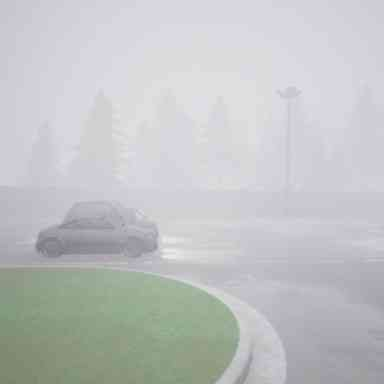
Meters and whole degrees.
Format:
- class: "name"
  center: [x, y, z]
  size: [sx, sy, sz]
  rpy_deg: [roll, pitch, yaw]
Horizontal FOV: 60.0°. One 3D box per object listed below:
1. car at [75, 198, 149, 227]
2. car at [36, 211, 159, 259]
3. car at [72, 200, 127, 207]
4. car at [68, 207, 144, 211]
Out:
- class: "car"
  center: [-5.240, 1.340, 22.409]
  size: [4.553, 1.767, 2.097]
  rpy_deg: [1, 0, -6]
- class: "car"
  center: [-3.322, 1.550, 12.048]
  size: [4.181, 1.385, 1.994]
  rpy_deg: [1, 0, -6]
- class: "car"
  center: [-4.892, 1.336, 18.926]
  size: [4.553, 1.767, 2.097]
  rpy_deg: [1, 0, -6]
- class: "car"
  center: [-3.648, 1.555, 15.533]
  size: [4.181, 1.385, 1.994]
  rpy_deg: [1, 0, -6]
